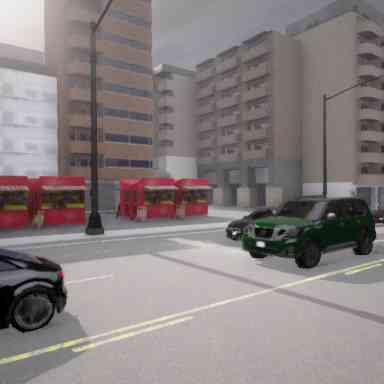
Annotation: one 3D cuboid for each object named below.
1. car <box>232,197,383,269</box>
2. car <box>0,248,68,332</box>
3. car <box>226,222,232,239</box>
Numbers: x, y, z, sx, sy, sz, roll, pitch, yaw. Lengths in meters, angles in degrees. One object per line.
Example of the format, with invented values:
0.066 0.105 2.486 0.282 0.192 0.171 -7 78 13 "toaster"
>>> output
4.253 1.219 11.563 5.566 2.045 2.150 0 0 -37 "car"
-4.208 1.559 5.230 4.181 1.385 1.994 0 0 -37 "car"
3.712 1.505 15.530 4.892 1.490 1.837 0 0 -37 "car"
